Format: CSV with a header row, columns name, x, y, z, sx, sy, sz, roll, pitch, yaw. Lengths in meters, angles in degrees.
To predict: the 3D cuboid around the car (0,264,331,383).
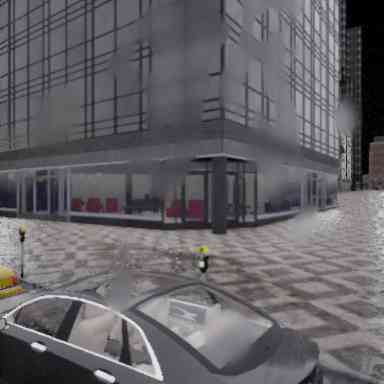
name,x,y,z,sx,sy,sz,roll,pitch,yaw
car,-0.885,1.558,3.590,4.403,1.369,2.008,0,0,35
